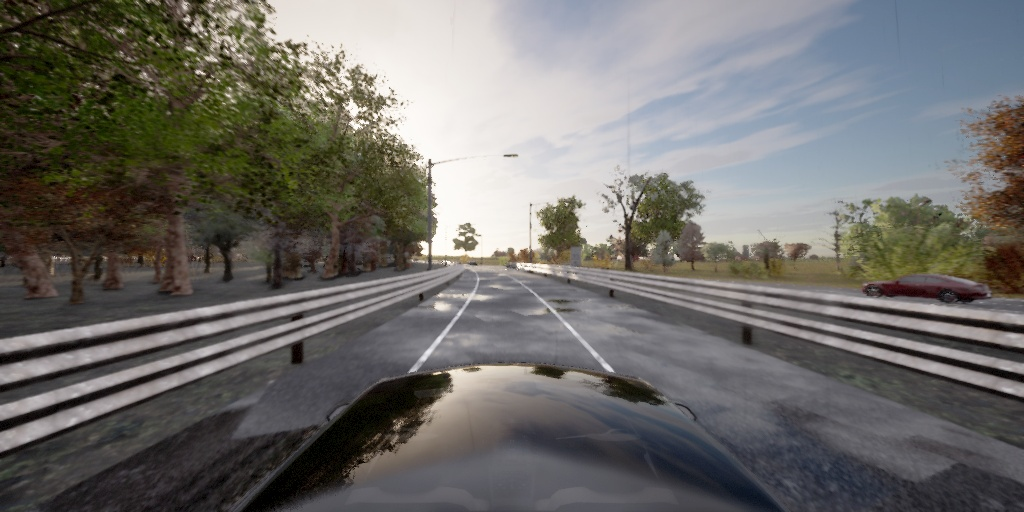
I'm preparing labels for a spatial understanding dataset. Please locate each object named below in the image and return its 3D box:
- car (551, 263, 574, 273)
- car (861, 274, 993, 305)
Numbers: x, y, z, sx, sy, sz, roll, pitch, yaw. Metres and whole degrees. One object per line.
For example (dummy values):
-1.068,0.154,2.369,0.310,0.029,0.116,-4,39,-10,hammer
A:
7.614,1.819,54.479,2.128,1.511,4.902,0,0,-22,car
21.959,1.691,19.292,1.812,1.442,4.674,0,0,-22,car
